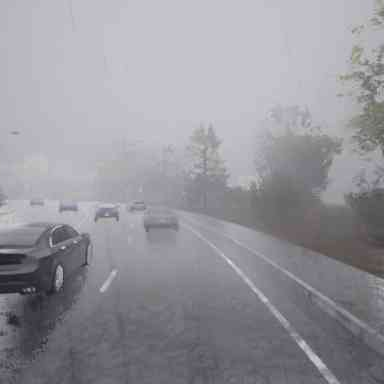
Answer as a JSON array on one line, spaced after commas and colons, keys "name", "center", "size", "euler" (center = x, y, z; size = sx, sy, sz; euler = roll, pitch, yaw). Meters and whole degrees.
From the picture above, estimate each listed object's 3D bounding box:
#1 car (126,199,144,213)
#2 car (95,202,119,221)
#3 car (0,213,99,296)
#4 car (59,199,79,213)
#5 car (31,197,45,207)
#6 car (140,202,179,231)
[{"name": "car", "center": [-6.287, 1.515, 37.461], "size": [2.128, 1.511, 4.902], "euler": [0, 0, -18]}, {"name": "car", "center": [-7.002, 1.547, 27.450], "size": [1.812, 1.442, 4.674], "euler": [0, 0, -14]}, {"name": "car", "center": [-3.923, 1.518, 8.609], "size": [1.837, 1.490, 4.892], "euler": [0, 0, -4]}, {"name": "car", "center": [-13.802, 1.510, 37.297], "size": [1.882, 1.535, 5.008], "euler": [0, 0, -20]}, {"name": "car", "center": [-24.602, 1.546, 52.940], "size": [1.837, 1.490, 4.892], "euler": [0, 0, -28]}, {"name": "car", "center": [-1.982, 1.573, 20.580], "size": [1.994, 1.385, 4.181], "euler": [0, 0, -10]}]
